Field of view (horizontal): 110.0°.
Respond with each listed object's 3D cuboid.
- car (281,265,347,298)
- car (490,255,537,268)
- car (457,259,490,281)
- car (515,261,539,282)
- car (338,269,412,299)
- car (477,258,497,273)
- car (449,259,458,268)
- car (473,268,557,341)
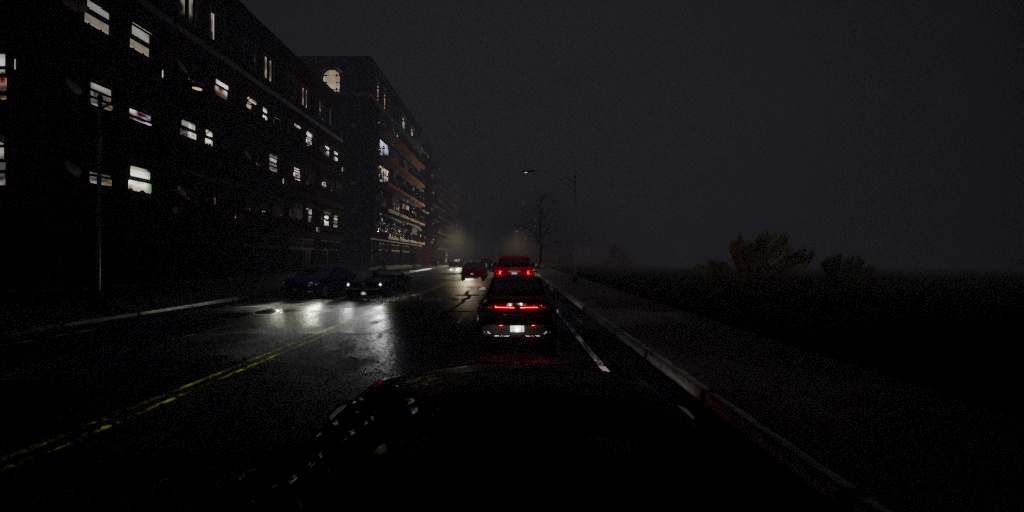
[{"bbox_3d":[-9.832,1.230,18.717,1.882,1.535,5.008,0,0,0],"label":"car"},{"bbox_3d":[0.118,0.975,20.178,2.150,2.045,5.566,0,0,0],"label":"car"},{"bbox_3d":[-3.121,1.232,30.400,1.882,1.535,5.008,0,0,0],"label":"car"},{"bbox_3d":[1.166,1.209,30.585,1.801,1.575,5.366,0,0,0],"label":"car"},{"bbox_3d":[-6.584,1.353,18.127,1.895,1.301,4.718,0,0,0],"label":"car"},{"bbox_3d":[-3.108,1.106,45.074,2.097,1.767,4.553,0,0,1],"label":"car"},{"bbox_3d":[-9.760,1.245,62.302,2.128,1.511,4.902,0,0,0],"label":"car"},{"bbox_3d":[0.110,1.256,9.831,1.837,1.490,4.892,0,0,0],"label":"car"}]
